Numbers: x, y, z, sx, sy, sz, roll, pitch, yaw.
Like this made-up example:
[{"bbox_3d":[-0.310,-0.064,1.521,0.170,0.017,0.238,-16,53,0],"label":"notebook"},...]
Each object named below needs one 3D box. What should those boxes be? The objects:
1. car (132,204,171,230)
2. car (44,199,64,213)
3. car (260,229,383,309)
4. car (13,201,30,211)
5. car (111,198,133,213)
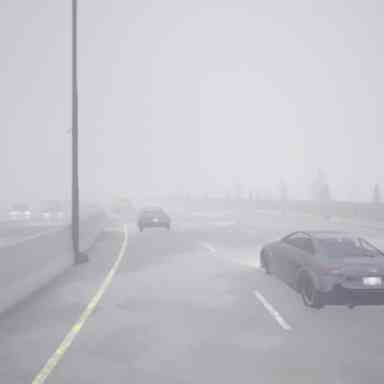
[{"bbox_3d":[-2.608,1.632,21.657,1.994,1.385,4.181,0,0,-13],"label":"car"},{"bbox_3d":[-16.852,1.687,40.515,1.837,1.490,4.892,0,0,-27],"label":"car"},{"bbox_3d":[3.067,1.570,7.962,1.994,1.385,4.181,0,0,-5],"label":"car"},{"bbox_3d":[-22.591,1.819,43.960,1.895,1.301,4.718,0,0,-30],"label":"car"},{"bbox_3d":[-8.113,1.488,38.613,2.097,1.767,4.553,0,0,-22],"label":"car"}]
